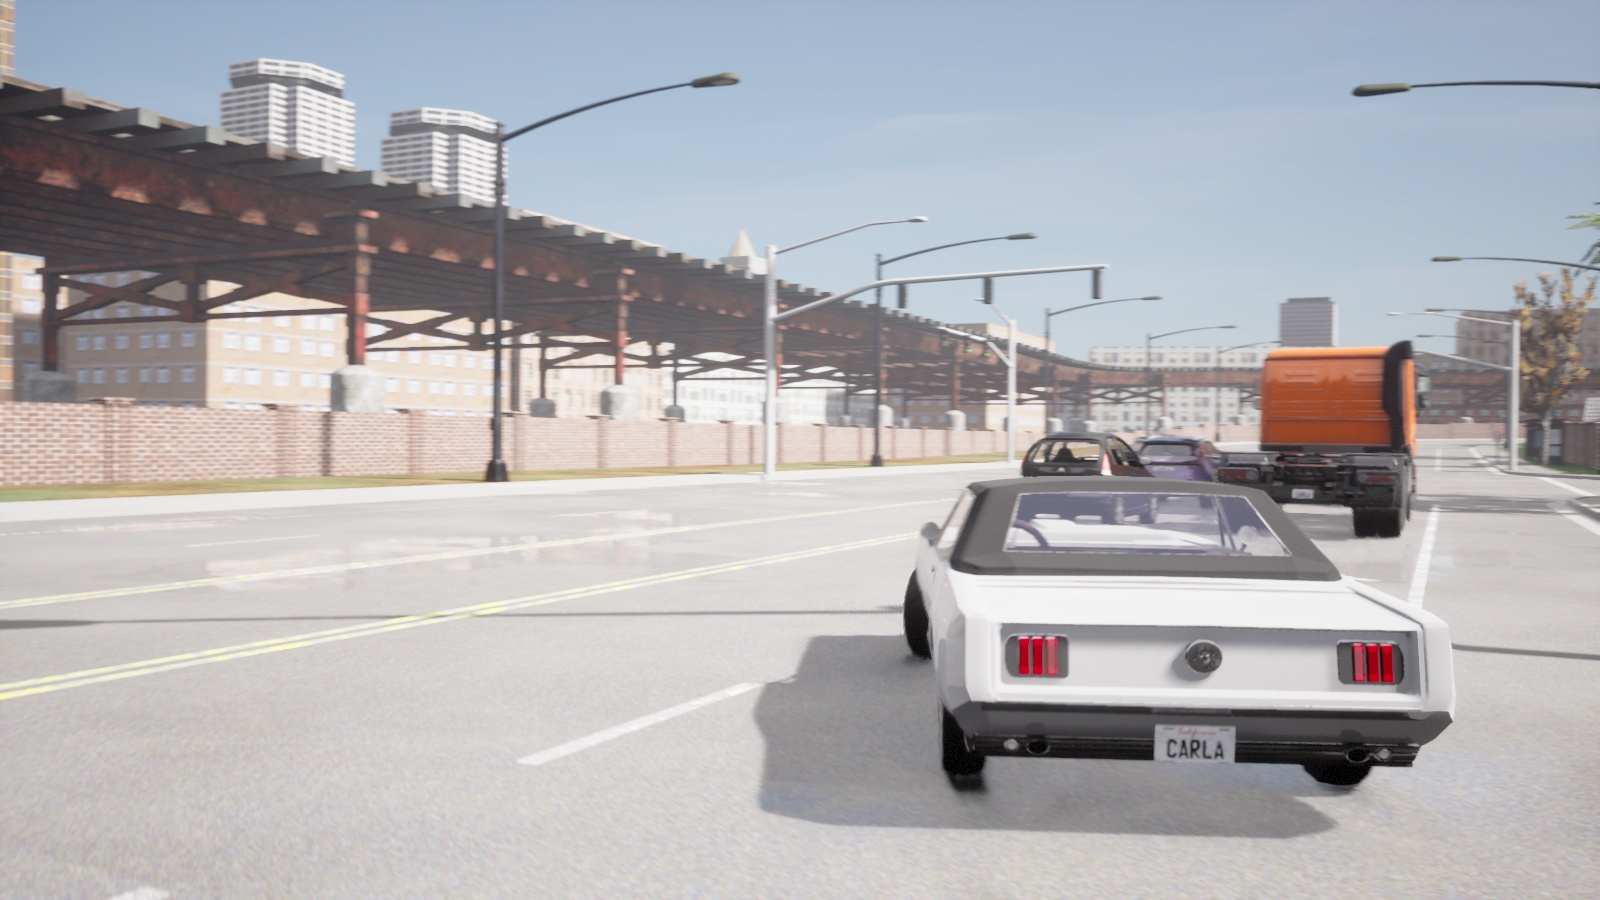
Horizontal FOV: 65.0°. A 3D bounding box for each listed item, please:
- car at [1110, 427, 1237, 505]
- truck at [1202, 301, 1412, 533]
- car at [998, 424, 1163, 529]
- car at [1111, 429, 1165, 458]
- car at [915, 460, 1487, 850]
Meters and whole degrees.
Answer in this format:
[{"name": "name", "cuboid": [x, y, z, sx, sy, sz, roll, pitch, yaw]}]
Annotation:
[{"name": "car", "cuboid": [8.831, 0.313, 29.420, 2.033, 1.649, 4.856, 0, 1, 27]}, {"name": "truck", "cuboid": [9.520, -0.539, 22.992, 2.891, 3.462, 7.936, 0, 1, 27]}, {"name": "car", "cuboid": [4.914, 0.384, 21.610, 1.851, 1.617, 3.988, 0, 1, 27]}, {"name": "car", "cuboid": [20.563, -0.439, 76.229, 2.242, 1.667, 4.611, 0, 1, 27]}, {"name": "car", "cuboid": [1.650, 0.755, 6.882, 1.895, 1.301, 4.718, 0, 1, 4]}]
